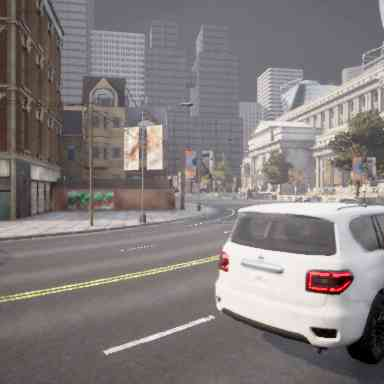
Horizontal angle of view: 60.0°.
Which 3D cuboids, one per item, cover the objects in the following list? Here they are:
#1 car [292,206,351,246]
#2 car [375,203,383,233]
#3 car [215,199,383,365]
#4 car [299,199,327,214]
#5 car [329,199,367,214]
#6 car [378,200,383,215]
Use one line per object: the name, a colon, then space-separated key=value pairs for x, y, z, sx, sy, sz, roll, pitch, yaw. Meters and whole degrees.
car: x=6.451 y=1.517 z=16.223 sx=1.812 sy=1.442 sz=4.674 roll=0 pitch=0 yaw=32
car: x=12.224 y=1.498 z=20.036 sx=1.837 sy=1.490 sz=4.892 roll=0 pitch=1 yaw=26
car: x=2.832 y=1.215 z=6.129 sx=5.566 sy=2.045 sz=2.150 roll=1 pitch=0 yaw=-43
car: x=13.338 y=1.504 z=36.908 sx=1.812 sy=1.442 sz=4.674 roll=0 pitch=0 yaw=7
car: x=16.856 y=1.529 z=36.277 sx=2.033 sy=1.411 sz=5.357 roll=0 pitch=0 yaw=6
car: x=19.098 y=1.507 z=30.595 sx=2.002 sy=1.452 sz=4.674 roll=0 pitch=0 yaw=11
